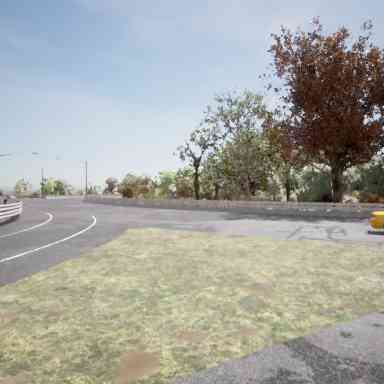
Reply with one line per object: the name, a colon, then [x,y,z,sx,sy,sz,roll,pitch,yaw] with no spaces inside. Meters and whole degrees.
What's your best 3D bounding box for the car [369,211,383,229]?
car: [12.138,1.476,17.423,5.008,1.535,1.882,0,0,32]
